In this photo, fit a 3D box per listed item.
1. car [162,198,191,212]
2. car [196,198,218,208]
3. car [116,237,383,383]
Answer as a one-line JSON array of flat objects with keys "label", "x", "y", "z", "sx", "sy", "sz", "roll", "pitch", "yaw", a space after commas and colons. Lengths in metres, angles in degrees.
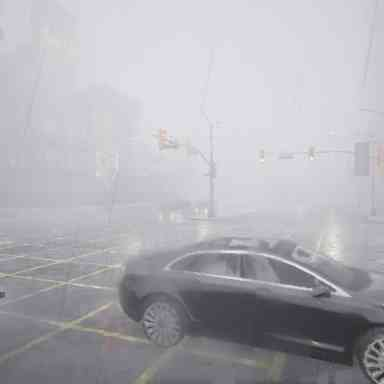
[{"label": "car", "x": -1.774, "y": 1.478, "z": 39.277, "sx": 1.882, "sy": 1.535, "sz": 5.008, "roll": 0, "pitch": 0, "yaw": 25}, {"label": "car", "x": 2.196, "y": 1.601, "z": 48.688, "sx": 1.895, "sy": 1.301, "sz": 4.718, "roll": 0, "pitch": 0, "yaw": 23}, {"label": "car", "x": 1.205, "y": 1.493, "z": 5.037, "sx": 4.902, "sy": 1.511, "sz": 2.128, "roll": 0, "pitch": 0, "yaw": 23}]
